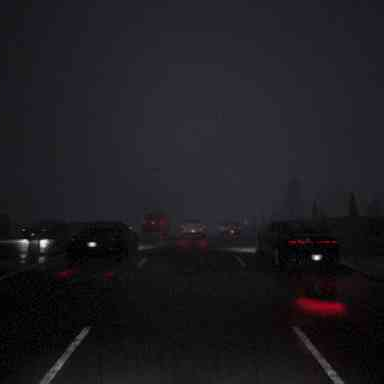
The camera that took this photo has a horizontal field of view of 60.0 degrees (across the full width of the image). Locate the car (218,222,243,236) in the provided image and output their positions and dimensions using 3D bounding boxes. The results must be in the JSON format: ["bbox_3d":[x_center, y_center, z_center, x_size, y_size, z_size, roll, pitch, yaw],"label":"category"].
[{"bbox_3d":[3.584,3.534,31.887,1.895,1.301,4.718,0,-7,0],"label":"car"}]

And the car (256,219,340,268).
[{"bbox_3d":[3.594,1.738,12.015,1.837,1.490,4.892,0,-3,0],"label":"car"}]

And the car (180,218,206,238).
[{"bbox_3d":[0.088,2.683,24.997,1.812,1.442,4.674,0,-6,0],"label":"car"}]

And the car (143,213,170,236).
[{"bbox_3d":[-3.416,3.155,31.921,2.150,2.045,5.566,0,-7,0],"label":"car"}]

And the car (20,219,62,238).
[{"bbox_3d":[-10.561,2.684,24.760,2.033,1.411,5.357,0,-6,0],"label":"car"}]

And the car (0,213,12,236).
[{"bbox_3d":[-17.566,2.710,28.149,2.150,2.045,5.566,0,-7,1],"label":"car"}]

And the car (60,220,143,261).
[{"bbox_3d":[-3.406,1.861,13.345,1.994,1.385,4.181,0,-3,0],"label":"car"}]
